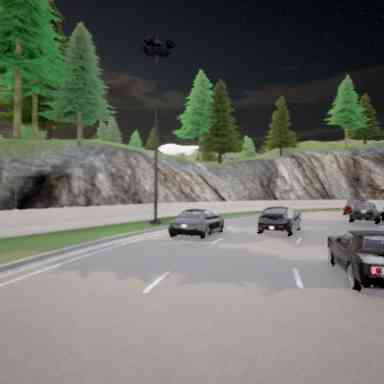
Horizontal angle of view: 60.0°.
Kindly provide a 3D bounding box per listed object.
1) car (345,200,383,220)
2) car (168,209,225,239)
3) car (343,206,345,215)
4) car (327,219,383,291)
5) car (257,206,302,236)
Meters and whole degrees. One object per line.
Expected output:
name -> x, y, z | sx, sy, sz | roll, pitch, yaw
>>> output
car -> 14.217, 1.540, 26.629 | 2.097, 1.767, 4.553 | 1, 0, 39
car -> 0.366, 1.598, 17.726 | 1.994, 1.385, 4.181 | 0, 0, 22
car -> 17.845, 1.590, 34.938 | 4.553, 1.767, 2.097 | 1, 0, -40
car -> 4.907, 1.665, 8.893 | 1.895, 1.301, 4.718 | 1, 0, 13
car -> 5.123, 1.589, 19.229 | 1.837, 1.490, 4.892 | 0, 0, 25
